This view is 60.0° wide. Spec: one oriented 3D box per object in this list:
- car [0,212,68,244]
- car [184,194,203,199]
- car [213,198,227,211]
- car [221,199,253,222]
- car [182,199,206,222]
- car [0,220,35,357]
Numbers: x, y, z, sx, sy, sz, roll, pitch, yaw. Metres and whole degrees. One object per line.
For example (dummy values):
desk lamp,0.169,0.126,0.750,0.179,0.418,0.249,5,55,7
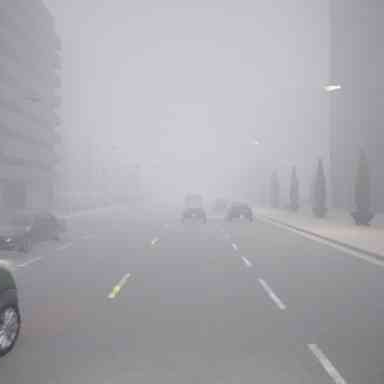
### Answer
car,-6.979,1.546,13.968,2.033,1.411,5.357,0,0,0
car,0.174,1.224,41.720,2.150,2.045,5.566,0,0,0
car,3.638,1.508,40.401,1.837,1.490,4.892,0,0,0
car,3.622,1.505,26.370,1.837,1.490,4.892,0,0,0
car,0.150,1.527,26.093,1.812,1.442,4.674,0,0,0
car,-3.573,1.354,2.977,2.097,1.767,4.553,0,0,0
